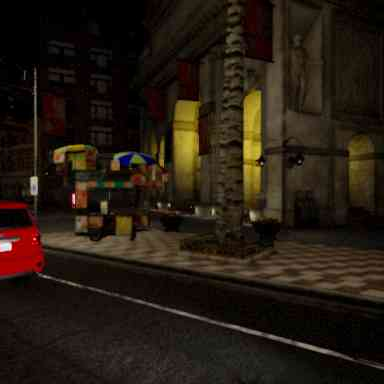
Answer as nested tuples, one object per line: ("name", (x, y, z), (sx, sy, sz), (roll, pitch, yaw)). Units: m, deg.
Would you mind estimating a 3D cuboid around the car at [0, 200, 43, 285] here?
("car", (-5.953, 1.201, 8.204), (5.566, 2.045, 2.150), (0, 0, 35))
